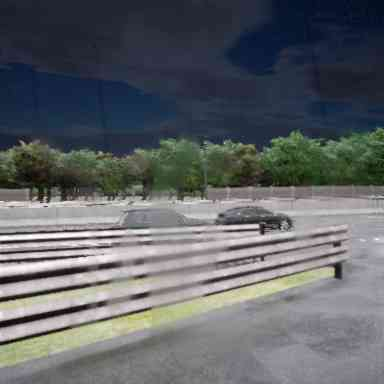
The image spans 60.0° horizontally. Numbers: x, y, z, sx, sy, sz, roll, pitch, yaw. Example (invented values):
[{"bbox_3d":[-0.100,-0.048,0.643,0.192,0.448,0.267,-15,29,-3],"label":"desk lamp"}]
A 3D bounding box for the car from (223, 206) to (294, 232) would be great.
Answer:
[{"bbox_3d":[3.780,1.610,20.028,4.892,1.490,1.837,-1,0,-17],"label":"car"}]

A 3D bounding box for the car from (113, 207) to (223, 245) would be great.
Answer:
[{"bbox_3d":[-1.254,1.515,14.818,4.553,1.767,2.097,-1,0,-17],"label":"car"}]

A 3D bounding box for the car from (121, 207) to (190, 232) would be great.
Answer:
[{"bbox_3d":[-2.410,1.748,21.786,4.181,1.385,1.994,-1,0,-17],"label":"car"}]
